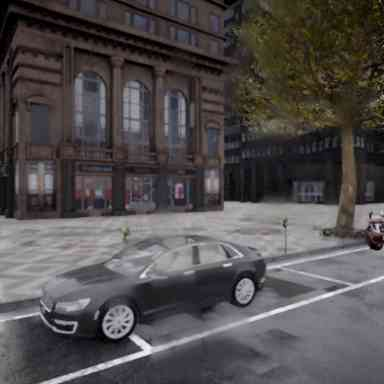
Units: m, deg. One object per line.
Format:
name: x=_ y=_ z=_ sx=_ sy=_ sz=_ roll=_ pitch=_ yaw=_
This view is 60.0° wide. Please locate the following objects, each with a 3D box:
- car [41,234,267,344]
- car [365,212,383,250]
car: x=-0.466 y=1.543 z=6.316 sx=4.403 sy=1.369 sz=2.008 roll=0 pitch=0 yaw=-35
car: x=8.778 y=1.283 z=12.908 sx=5.009 sy=1.841 sz=2.192 roll=0 pitch=0 yaw=-35
